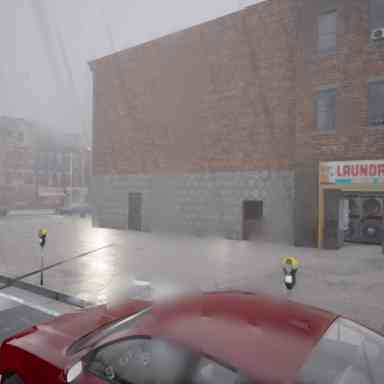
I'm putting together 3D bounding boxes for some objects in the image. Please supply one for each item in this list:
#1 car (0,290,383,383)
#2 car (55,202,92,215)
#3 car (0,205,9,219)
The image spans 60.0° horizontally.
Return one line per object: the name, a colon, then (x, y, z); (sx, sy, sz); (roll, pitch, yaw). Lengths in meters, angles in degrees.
car: (0.137, 1.544, 2.700); (4.507, 1.381, 1.887); (0, 1, 36)
car: (-13.166, 1.917, 38.802); (2.033, 1.411, 5.357); (1, 0, 35)
car: (-19.333, 1.722, 30.198); (2.128, 1.511, 4.902); (1, 0, 36)
